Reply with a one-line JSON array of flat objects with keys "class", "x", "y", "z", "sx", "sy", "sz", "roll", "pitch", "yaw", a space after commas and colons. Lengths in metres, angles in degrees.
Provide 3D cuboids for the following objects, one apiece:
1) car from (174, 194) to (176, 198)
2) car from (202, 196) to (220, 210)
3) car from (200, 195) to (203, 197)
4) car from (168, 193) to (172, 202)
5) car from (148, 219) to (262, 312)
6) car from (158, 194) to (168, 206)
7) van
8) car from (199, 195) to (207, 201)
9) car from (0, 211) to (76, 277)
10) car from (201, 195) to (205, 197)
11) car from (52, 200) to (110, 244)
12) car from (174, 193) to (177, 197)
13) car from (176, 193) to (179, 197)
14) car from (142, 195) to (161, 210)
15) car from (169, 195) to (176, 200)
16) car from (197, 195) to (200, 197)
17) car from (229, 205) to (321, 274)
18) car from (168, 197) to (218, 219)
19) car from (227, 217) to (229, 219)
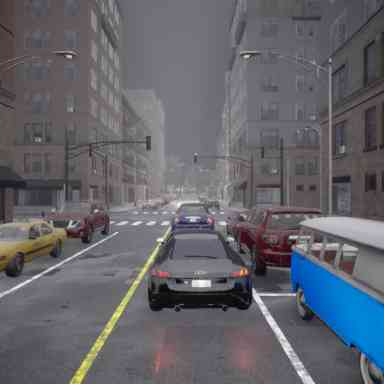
[{"class": "car", "x": -5.371, "y": 1.548, "z": 75.990, "sx": 2.008, "sy": 1.369, "sz": 4.403, "roll": 0, "pitch": 0, "yaw": 0}, {"class": "car", "x": 2.656, "y": 1.547, "z": 43.095, "sx": 2.008, "sy": 1.369, "sz": 4.403, "roll": 0, "pitch": 0, "yaw": 0}, {"class": "car", "x": 2.661, "y": 1.547, "z": 54.058, "sx": 2.008, "sy": 1.369, "sz": 4.403, "roll": 0, "pitch": 0, "yaw": 0}, {"class": "car", "x": -5.384, "y": 1.311, "z": 59.544, "sx": 2.192, "sy": 1.841, "sz": 5.009, "roll": 0, "pitch": 0, "yaw": 0}, {"class": "car", "x": 0.101, "y": 1.564, "z": 7.799, "sx": 1.994, "sy": 1.385, "sz": 4.181, "roll": 0, "pitch": 0, "yaw": -2}, {"class": "car", "x": -5.389, "y": 1.522, "z": 53.892, "sx": 1.752, "sy": 1.417, "sz": 4.829, "roll": 0, "pitch": 0, "yaw": 0}, {"class": "van", "x": 2.640, "y": 1.341, "z": 4.729, "sx": 1.690, "sy": 1.788, "sz": 3.998, "roll": 0, "pitch": 0, "yaw": 0}, {"class": "car", "x": 2.673, "y": 1.437, "z": 81.468, "sx": 1.967, "sy": 1.590, "sz": 4.097, "roll": 0, "pitch": 0, "yaw": 0}, {"class": "car", "x": -5.395, "y": 1.525, "z": 10.242, "sx": 1.752, "sy": 1.417, "sz": 4.829, "roll": 0, "pitch": 0, "yaw": 0}, {"class": "car", "x": 2.659, "y": 1.541, "z": 48.576, "sx": 1.887, "sy": 1.381, "sz": 4.507, "roll": 0, "pitch": 0, "yaw": 0}, {"class": "car", "x": -5.393, "y": 1.314, "z": 16.091, "sx": 2.192, "sy": 1.841, "sz": 5.009, "roll": 0, "pitch": 0, "yaw": 0}, {"class": "car", "x": -5.367, "y": 1.563, "z": 81.472, "sx": 1.947, "sy": 1.339, "sz": 4.313, "roll": 0, "pitch": 0, "yaw": 0}, {"class": "car", "x": -5.362, "y": 1.312, "z": 86.954, "sx": 2.192, "sy": 1.841, "sz": 5.009, "roll": 0, "pitch": 0, "yaw": 0}, {"class": "car", "x": -5.397, "y": 1.521, "z": 42.928, "sx": 1.752, "sy": 1.417, "sz": 4.829, "roll": 0, "pitch": 0, "yaw": 0}, {"class": "car", "x": -5.359, "y": 1.523, "z": 92.266, "sx": 1.752, "sy": 1.417, "sz": 4.829, "roll": 0, "pitch": 0, "yaw": 0}, {"class": "car", "x": 2.668, "y": 1.547, "z": 70.504, "sx": 2.008, "sy": 1.369, "sz": 4.403, "roll": 0, "pitch": 0, "yaw": 0}, {"class": "car", "x": 2.643, "y": 1.314, "z": 10.407, "sx": 2.192, "sy": 1.841, "sz": 5.009, "roll": 0, "pitch": 0, "yaw": 0}, {"class": "car", "x": 0.057, "y": 1.351, "z": 17.855, "sx": 2.097, "sy": 1.767, "sz": 4.553, "roll": 0, "pitch": 0, "yaw": 0}, {"class": "car", "x": 2.645, "y": 1.581, "z": 16.086, "sx": 1.802, "sy": 1.307, "sz": 4.206, "roll": 0, "pitch": 0, "yaw": 0}]
